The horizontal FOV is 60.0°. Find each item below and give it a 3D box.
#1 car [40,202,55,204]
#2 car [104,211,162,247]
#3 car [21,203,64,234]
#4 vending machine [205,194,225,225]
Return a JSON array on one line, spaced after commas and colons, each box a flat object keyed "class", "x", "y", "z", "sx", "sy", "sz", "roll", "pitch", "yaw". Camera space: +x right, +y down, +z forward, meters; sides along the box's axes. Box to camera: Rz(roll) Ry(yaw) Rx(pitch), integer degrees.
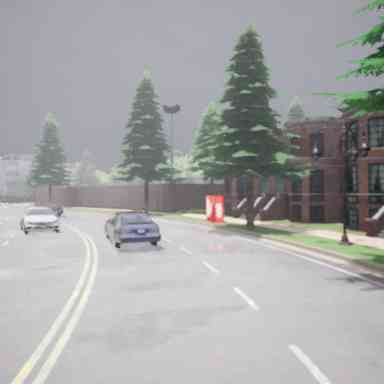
[{"class": "car", "x": -14.761, "y": 1.726, "z": 33.512, "sx": 2.033, "sy": 1.411, "sz": 5.357, "roll": 0, "pitch": 0, "yaw": -44}, {"class": "car", "x": -2.886, "y": 1.597, "z": 15.408, "sx": 2.033, "sy": 1.411, "sz": 5.357, "roll": 0, "pitch": 0, "yaw": -21}, {"class": "car", "x": -9.257, "y": 1.636, "z": 20.180, "sx": 1.812, "sy": 1.442, "sz": 4.674, "roll": 0, "pitch": 0, "yaw": -30}, {"class": "vending machine", "x": 1.625, "y": 1.221, "z": 23.515, "sx": 1.100, "sy": 2.100, "sz": 0.880, "roll": 0, "pitch": 0, "yaw": -27}]
